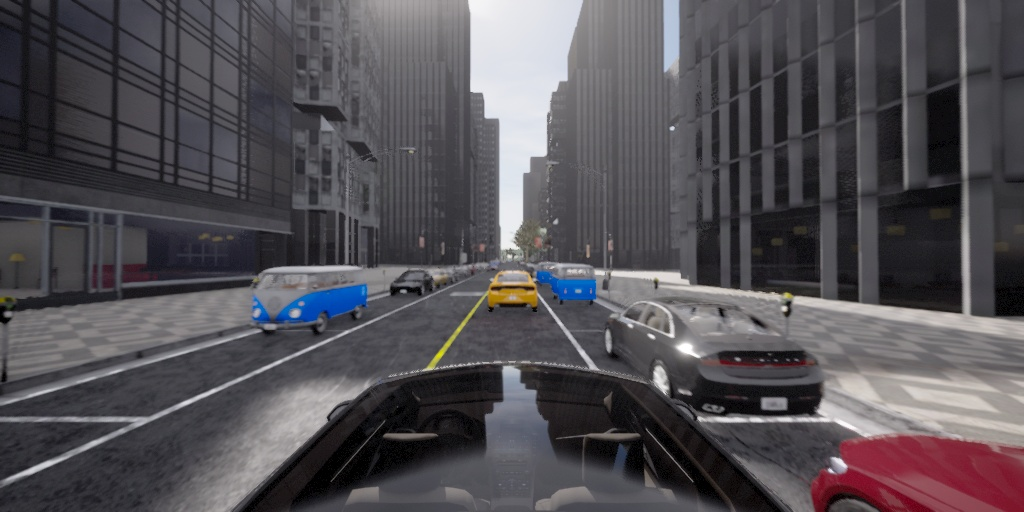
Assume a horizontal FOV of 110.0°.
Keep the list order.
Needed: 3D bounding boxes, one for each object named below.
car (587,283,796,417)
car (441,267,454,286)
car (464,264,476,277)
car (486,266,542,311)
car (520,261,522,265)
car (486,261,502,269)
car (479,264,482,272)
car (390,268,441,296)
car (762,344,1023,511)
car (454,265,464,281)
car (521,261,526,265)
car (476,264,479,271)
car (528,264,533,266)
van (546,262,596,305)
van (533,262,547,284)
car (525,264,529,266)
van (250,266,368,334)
[{"bbox_3d":[2.762,1.346,5.956,2.007,1.370,4.403,0,0,0],"label":"car"},{"bbox_3d":[-5.766,1.545,26.336,1.751,1.417,4.829,0,0,0],"label":"car"},{"bbox_3d":[-5.769,1.738,41.666,2.007,1.370,4.403,0,0,0],"label":"car"},{"bbox_3d":[0.051,1.374,15.308,1.882,1.535,5.008,0,0,1],"label":"car"},{"bbox_3d":[2.754,1.923,57.996,2.007,1.370,4.403,0,0,0],"label":"car"},{"bbox_3d":[-3.059,1.945,58.648,1.994,1.385,4.181,0,-1,0],"label":"car"},{"bbox_3d":[-5.771,1.923,57.998,2.007,1.370,4.403,0,0,0],"label":"car"},{"bbox_3d":[-5.766,1.527,21.217,1.948,1.339,4.313,0,0,0],"label":"car"},{"bbox_3d":[2.762,1.320,0.544,1.802,1.307,4.207,0,0,0],"label":"car"},{"bbox_3d":[-5.767,1.628,31.795,2.007,1.370,4.403,0,0,0],"label":"car"},{"bbox_3d":[2.755,1.866,53.004,2.007,1.370,4.403,0,0,0],"label":"car"},{"bbox_3d":[-5.769,1.794,47.110,1.888,1.381,4.507,0,0,0],"label":"car"},{"bbox_3d":[2.758,1.617,33.191,1.751,1.417,4.829,0,0,0],"label":"car"},{"bbox_3d":[2.760,1.253,16.782,1.690,1.789,3.998,0,0,0],"label":"van"},{"bbox_3d":[2.759,1.372,27.608,1.690,1.789,3.998,0,0,0],"label":"van"},{"bbox_3d":[2.757,1.717,38.434,1.948,1.339,4.313,0,0,0],"label":"car"},{"bbox_3d":[-5.764,1.187,10.640,1.690,1.789,3.998,0,0,0],"label":"van"}]
